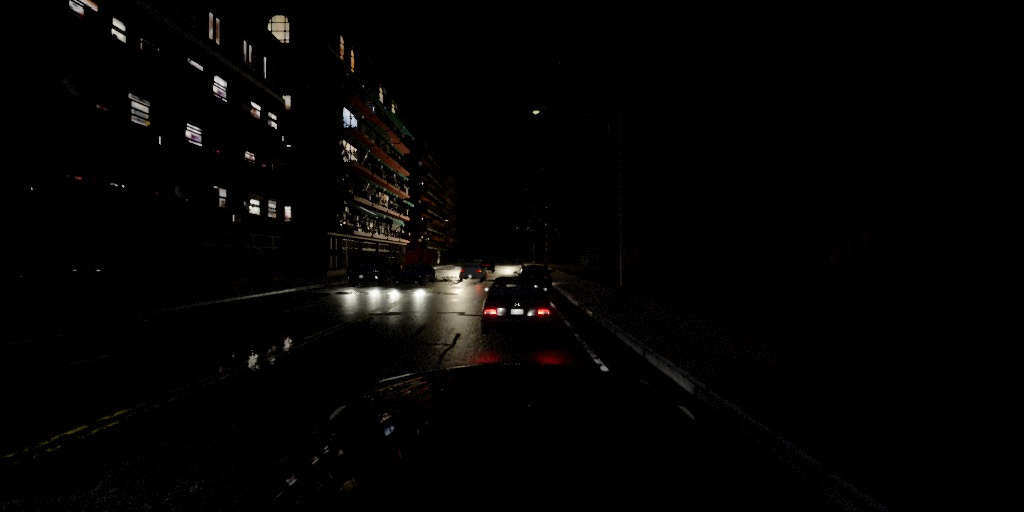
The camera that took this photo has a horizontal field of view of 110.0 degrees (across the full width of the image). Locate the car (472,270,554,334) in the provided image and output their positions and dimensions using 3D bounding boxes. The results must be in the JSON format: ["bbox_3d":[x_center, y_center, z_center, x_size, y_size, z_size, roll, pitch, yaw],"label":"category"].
[{"bbox_3d":[0.118,1.299,10.561,2.033,1.411,5.357,0,0,0],"label":"car"}]

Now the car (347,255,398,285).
[{"bbox_3d":[-9.806,0.973,26.073,2.150,2.045,5.566,0,0,0],"label":"car"}]

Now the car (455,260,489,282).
[{"bbox_3d":[-3.098,1.279,28.576,1.812,1.442,4.674,0,-1,-1],"label":"car"}]

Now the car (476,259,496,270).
[{"bbox_3d":[-3.072,1.254,44.596,1.837,1.490,4.892,0,0,0],"label":"car"}]

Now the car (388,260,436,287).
[{"bbox_3d":[-6.557,1.230,24.623,1.882,1.535,5.008,0,0,0],"label":"car"}]

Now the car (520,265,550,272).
[{"bbox_3d":[1.171,1.257,20.250,1.837,1.490,4.892,0,0,0],"label":"car"}]
